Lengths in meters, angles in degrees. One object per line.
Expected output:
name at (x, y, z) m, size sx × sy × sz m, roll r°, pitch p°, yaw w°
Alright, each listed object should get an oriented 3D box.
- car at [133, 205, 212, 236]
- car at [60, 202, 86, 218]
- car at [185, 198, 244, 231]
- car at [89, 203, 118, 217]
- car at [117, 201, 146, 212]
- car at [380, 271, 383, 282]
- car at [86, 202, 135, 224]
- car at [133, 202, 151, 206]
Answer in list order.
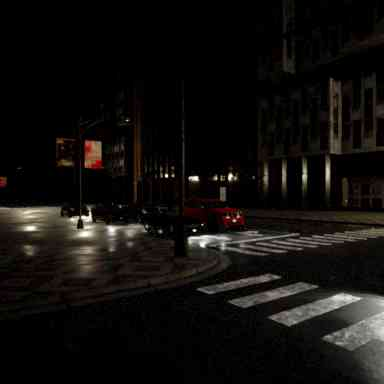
car at (-1.410, 1.791, 20.665) m, size 2.033 × 1.411 × 5.357 m, roll 0°, pitch -1°, yaw -36°
car at (-13.012, 1.864, 36.887) m, size 2.097 × 1.767 × 4.553 m, roll 0°, pitch -1°, yaw -35°
car at (1.074, 1.453, 22.822) m, size 2.150 × 2.045 × 5.566 m, roll 0°, pitch -1°, yaw -34°
car at (-10.365, 2.021, 38.772) m, size 1.812 × 1.442 × 4.674 m, roll 0°, pitch -1°, yaw -35°
car at (-8.876, 2.101, 48.183) m, size 2.033 × 1.411 × 5.357 m, roll 0°, pitch -1°, yaw -36°
car at (6.831, 1.545, 8.261) m, size 5.357 × 1.411 × 2.033 m, roll 0°, pitch 0°, yaw -36°
car at (-7.101, 1.853, 28.616) m, size 1.882 × 1.535 × 5.008 m, roll 0°, pitch -1°, yaw -36°
car at (-4.582, 1.714, 30.687) m, size 2.097 × 1.767 × 4.553 m, roll 0°, pitch -1°, yaw -36°
